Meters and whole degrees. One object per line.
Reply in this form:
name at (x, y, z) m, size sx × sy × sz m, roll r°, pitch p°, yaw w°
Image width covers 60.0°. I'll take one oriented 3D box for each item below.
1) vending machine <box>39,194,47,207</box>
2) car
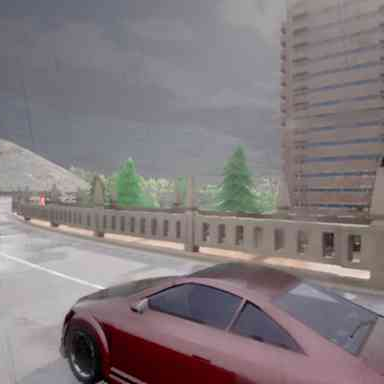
vending machine at (-23.583, 1.344, 52.679) m, size 1.100 × 2.100 × 0.880 m, roll 0°, pitch 0°, yaw -15°
car at (0.296, 1.577, 3.946) m, size 4.181 × 1.385 × 1.994 m, roll 0°, pitch 0°, yaw 37°
